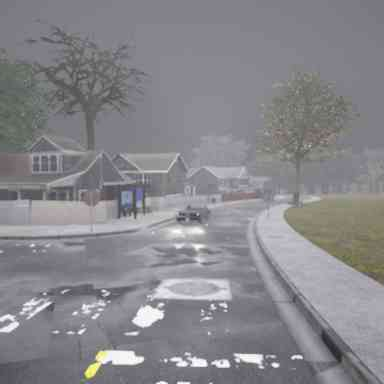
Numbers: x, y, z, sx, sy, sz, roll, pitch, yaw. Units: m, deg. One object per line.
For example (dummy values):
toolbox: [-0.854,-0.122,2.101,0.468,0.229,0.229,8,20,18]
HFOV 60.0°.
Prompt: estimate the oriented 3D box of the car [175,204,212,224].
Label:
car: [0.190,1.597,25.059,1.895,1.301,4.718,0,0,13]
